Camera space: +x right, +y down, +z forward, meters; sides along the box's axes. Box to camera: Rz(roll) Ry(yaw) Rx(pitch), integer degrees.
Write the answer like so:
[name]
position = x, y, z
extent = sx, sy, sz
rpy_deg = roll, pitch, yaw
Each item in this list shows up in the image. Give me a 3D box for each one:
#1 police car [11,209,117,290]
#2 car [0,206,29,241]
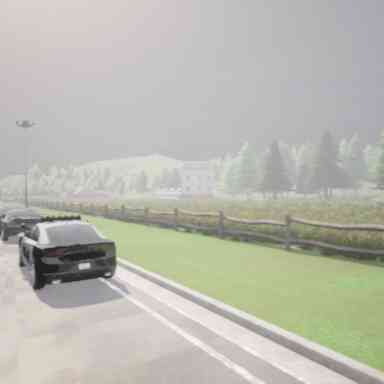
[police car]
position = -3.846, 1.501, 9.697
extent = 1.930, 1.638, 5.238
rpy_deg = -1, 0, -33
[car]
position = -9.248, 1.677, 17.979
extent = 1.837, 1.490, 4.892
rpy_deg = -1, 0, -33
